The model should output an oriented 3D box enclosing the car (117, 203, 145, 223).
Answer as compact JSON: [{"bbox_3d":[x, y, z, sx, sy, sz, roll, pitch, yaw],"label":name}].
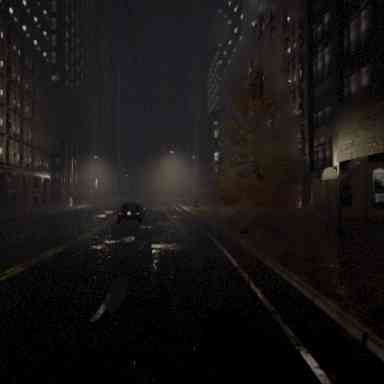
[{"bbox_3d":[-4.675,1.571,25.822,2.033,1.411,5.357,0,0,-6],"label":"car"}]
